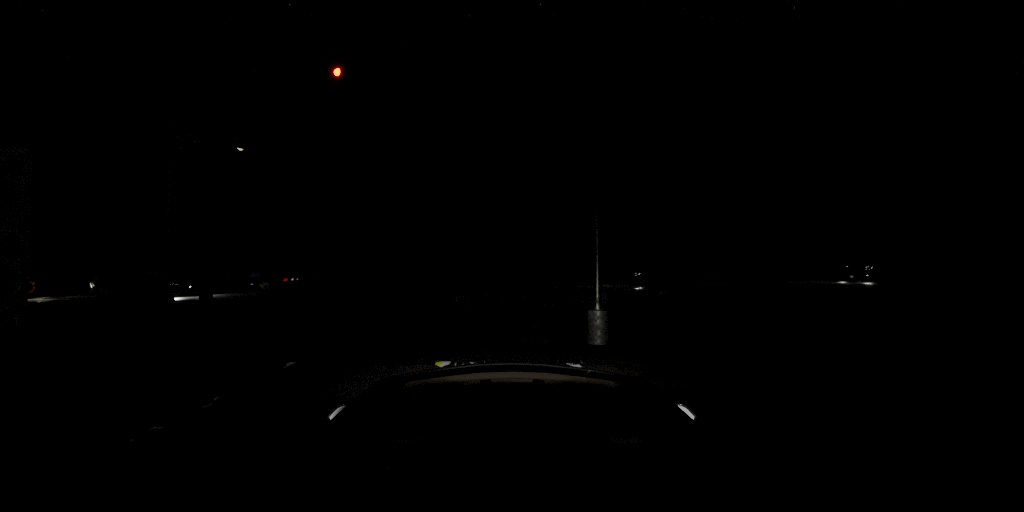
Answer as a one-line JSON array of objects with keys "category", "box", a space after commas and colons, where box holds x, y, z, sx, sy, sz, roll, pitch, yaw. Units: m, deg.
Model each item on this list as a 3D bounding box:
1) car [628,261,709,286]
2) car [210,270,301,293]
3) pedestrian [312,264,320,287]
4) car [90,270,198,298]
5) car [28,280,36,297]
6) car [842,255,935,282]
[{"category": "car", "box": [10.137, 1.101, 23.441, 5.008, 1.535, 1.882, -1, -2, 0]}, {"category": "car", "box": [-16.895, 1.626, 23.509, 5.357, 1.411, 2.033, -1, -2, 0]}, {"category": "pedestrian", "box": [-15.056, 1.466, 27.413, 0.375, 1.860, 0.375, 0, -1, 0]}, {"category": "car", "box": [-20.221, 1.495, 19.822, 4.892, 1.490, 1.837, -1, -2, 0]}, {"category": "car", "box": [-29.646, 1.582, 19.850, 5.008, 1.535, 1.882, -1, -2, 0]}, {"category": "car", "box": [24.411, 0.746, 23.415, 4.553, 1.767, 2.097, -1, -2, 0]}]
